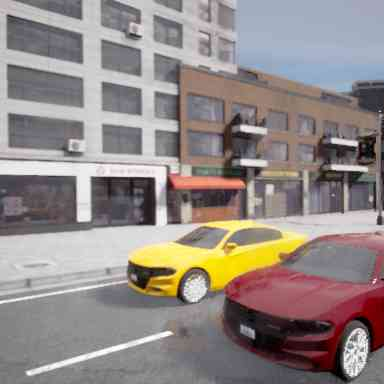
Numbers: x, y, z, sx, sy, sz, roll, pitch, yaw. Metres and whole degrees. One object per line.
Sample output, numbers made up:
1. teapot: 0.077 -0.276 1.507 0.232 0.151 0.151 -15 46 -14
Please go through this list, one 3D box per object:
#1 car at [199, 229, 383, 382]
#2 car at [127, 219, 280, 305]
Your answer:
1. car: 2.730 1.484 5.631 5.008 1.535 1.882 0 0 -35
2. car: 0.844 1.484 8.278 5.008 1.535 1.882 0 0 -35
